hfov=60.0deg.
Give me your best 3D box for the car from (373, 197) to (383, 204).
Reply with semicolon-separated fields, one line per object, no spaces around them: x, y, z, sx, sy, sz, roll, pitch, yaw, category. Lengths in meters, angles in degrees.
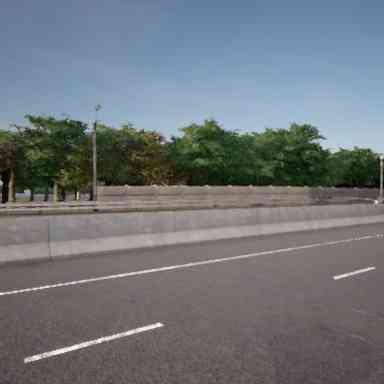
33.278;1.558;57.741;4.902;1.511;2.128;0;0;-35;car
